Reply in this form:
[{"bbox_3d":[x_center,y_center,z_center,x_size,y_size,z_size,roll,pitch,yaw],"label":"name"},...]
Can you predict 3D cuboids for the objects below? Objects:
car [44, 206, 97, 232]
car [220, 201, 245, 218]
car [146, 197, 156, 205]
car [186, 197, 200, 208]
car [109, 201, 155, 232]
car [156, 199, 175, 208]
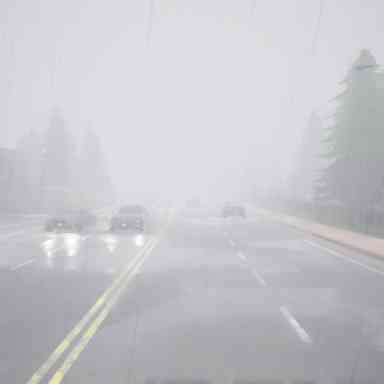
[{"bbox_3d":[-7.101,1.564,19.840,1.994,1.385,4.181,0,0,0],"label":"car"},{"bbox_3d":[3.596,1.526,29.664,1.812,1.442,4.674,0,0,0],"label":"car"},{"bbox_3d":[-6.998,1.547,57.925,2.033,1.411,5.357,0,0,-2],"label":"car"},{"bbox_3d":[0.095,1.478,48.403,1.882,1.535,5.008,0,-1,0],"label":"car"},{"bbox_3d":[-3.602,1.505,20.002,1.837,1.490,4.892,0,0,0],"label":"car"},{"bbox_3d":[-3.563,1.601,47.800,1.895,1.301,4.718,0,0,0],"label":"car"}]
